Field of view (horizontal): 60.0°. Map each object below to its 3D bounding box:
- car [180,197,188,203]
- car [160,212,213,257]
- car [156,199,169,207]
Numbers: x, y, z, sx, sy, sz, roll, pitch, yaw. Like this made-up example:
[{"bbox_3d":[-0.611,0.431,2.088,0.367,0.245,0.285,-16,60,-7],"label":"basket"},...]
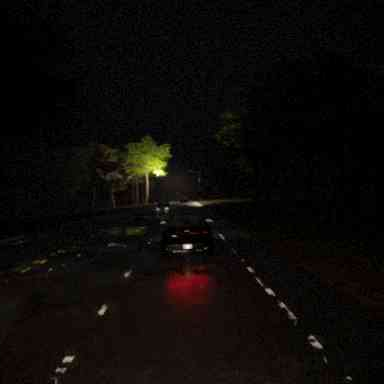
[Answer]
[{"bbox_3d":[-1.984,2.047,83.709,2.128,1.511,4.902,-2,-1,-1],"label":"car"},{"bbox_3d":[-0.218,1.549,13.365,1.837,1.490,4.892,-2,0,-1],"label":"car"},{"bbox_3d":[-5.253,1.981,60.346,1.812,1.442,4.674,-2,0,4],"label":"car"}]
